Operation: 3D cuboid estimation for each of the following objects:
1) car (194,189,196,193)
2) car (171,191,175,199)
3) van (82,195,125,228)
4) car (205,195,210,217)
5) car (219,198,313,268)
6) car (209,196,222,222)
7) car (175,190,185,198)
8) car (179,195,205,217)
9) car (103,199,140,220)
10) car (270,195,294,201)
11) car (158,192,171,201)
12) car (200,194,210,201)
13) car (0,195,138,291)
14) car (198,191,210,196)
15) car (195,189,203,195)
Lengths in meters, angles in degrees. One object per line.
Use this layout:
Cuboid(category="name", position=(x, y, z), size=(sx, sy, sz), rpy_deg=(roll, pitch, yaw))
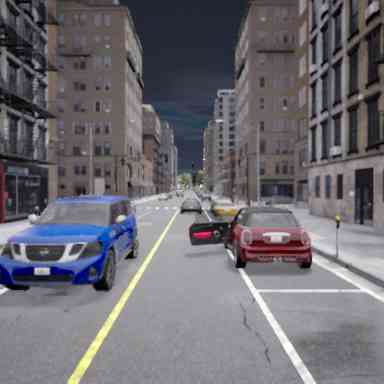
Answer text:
Cuboid(category="car", position=(2.460, 0.437, 92.707), size=(2.192, 1.841, 5.009), rpy_deg=(0, 1, 0))
Cuboid(category="car", position=(-5.532, 0.851, 75.646), size=(1.947, 1.339, 4.313), rpy_deg=(0, 1, 0))
Cuboid(category="van", position=(-5.430, 1.142, 20.915), size=(1.690, 1.788, 3.998), rpy_deg=(0, 1, 0))
Cuboid(category="car", position=(2.579, 1.251, 31.745), size=(2.008, 1.369, 4.403), rpy_deg=(0, 1, 0))
Cuboid(category="car", position=(2.244, 1.248, 10.977), size=(2.097, 1.767, 4.553), rpy_deg=(0, 1, 0))
Cuboid(category="car", position=(2.595, 1.275, 26.509), size=(1.752, 1.417, 4.829), rpy_deg=(0, 1, 0))
Cuboid(category="car", position=(-2.912, 0.698, 84.732), size=(1.837, 1.490, 4.892), rpy_deg=(0, 1, 0))
Cuboid(category="car", position=(-0.057, 1.270, 31.135), size=(1.994, 1.385, 4.181), rpy_deg=(0, 1, 0))
Cuboid(category="car", position=(-5.439, 1.301, 26.323), size=(2.008, 1.369, 4.403), rpy_deg=(0, 1, 0))
Cuboid(category="car", position=(11.739, 1.086, 43.125), size=(4.181, 1.385, 1.994), rpy_deg=(0, 1, -4))
Cuboid(category="car", position=(-5.510, 0.921, 64.114), size=(1.752, 1.417, 4.829), rpy_deg=(0, 1, 0))
Cuboid(category="car", position=(2.515, 0.976, 64.301), size=(1.802, 1.307, 4.206), rpy_deg=(0, 1, 0))
Cuboid(category="car", position=(-2.865, 1.134, 9.104), size=(2.150, 2.045, 5.566), rpy_deg=(0, 1, 0))
Cuboid(category="car", position=(2.526, 0.999, 58.620), size=(2.008, 1.369, 4.403), rpy_deg=(0, 1, 0))
Cuboid(category="car", position=(2.482, 0.671, 81.345), size=(1.967, 1.590, 4.097), rpy_deg=(0, 1, 0))
